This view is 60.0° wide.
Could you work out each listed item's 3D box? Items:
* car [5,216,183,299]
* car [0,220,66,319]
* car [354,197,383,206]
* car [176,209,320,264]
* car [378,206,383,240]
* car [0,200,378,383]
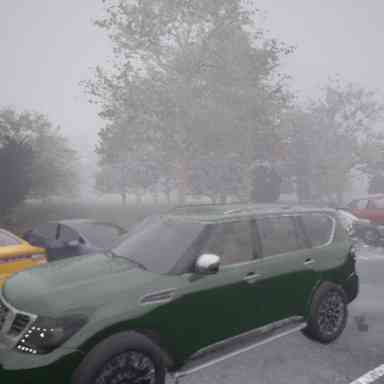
[{"bbox_3d":[-2.830,1.517,9.138,4.792,1.488,2.163,-1,-1,35],"label":"car"},{"bbox_3d":[-5.278,1.484,7.433,5.008,1.535,2.097,-1,-1,34],"label":"car"},{"bbox_3d":[9.344,1.268,17.610,5.566,2.045,2.435,-1,-1,36],"label":"car"},{"bbox_3d":[2.013,1.499,12.570,4.892,1.521,2.231,-1,-1,35],"label":"car"},{"bbox_3d":[6.913,1.551,15.930,4.674,1.452,2.002,-1,-1,36],"label":"car"},{"bbox_3d":[0.211,1.223,4.911,5.566,2.045,2.150,0,0,-35],"label":"car"}]
